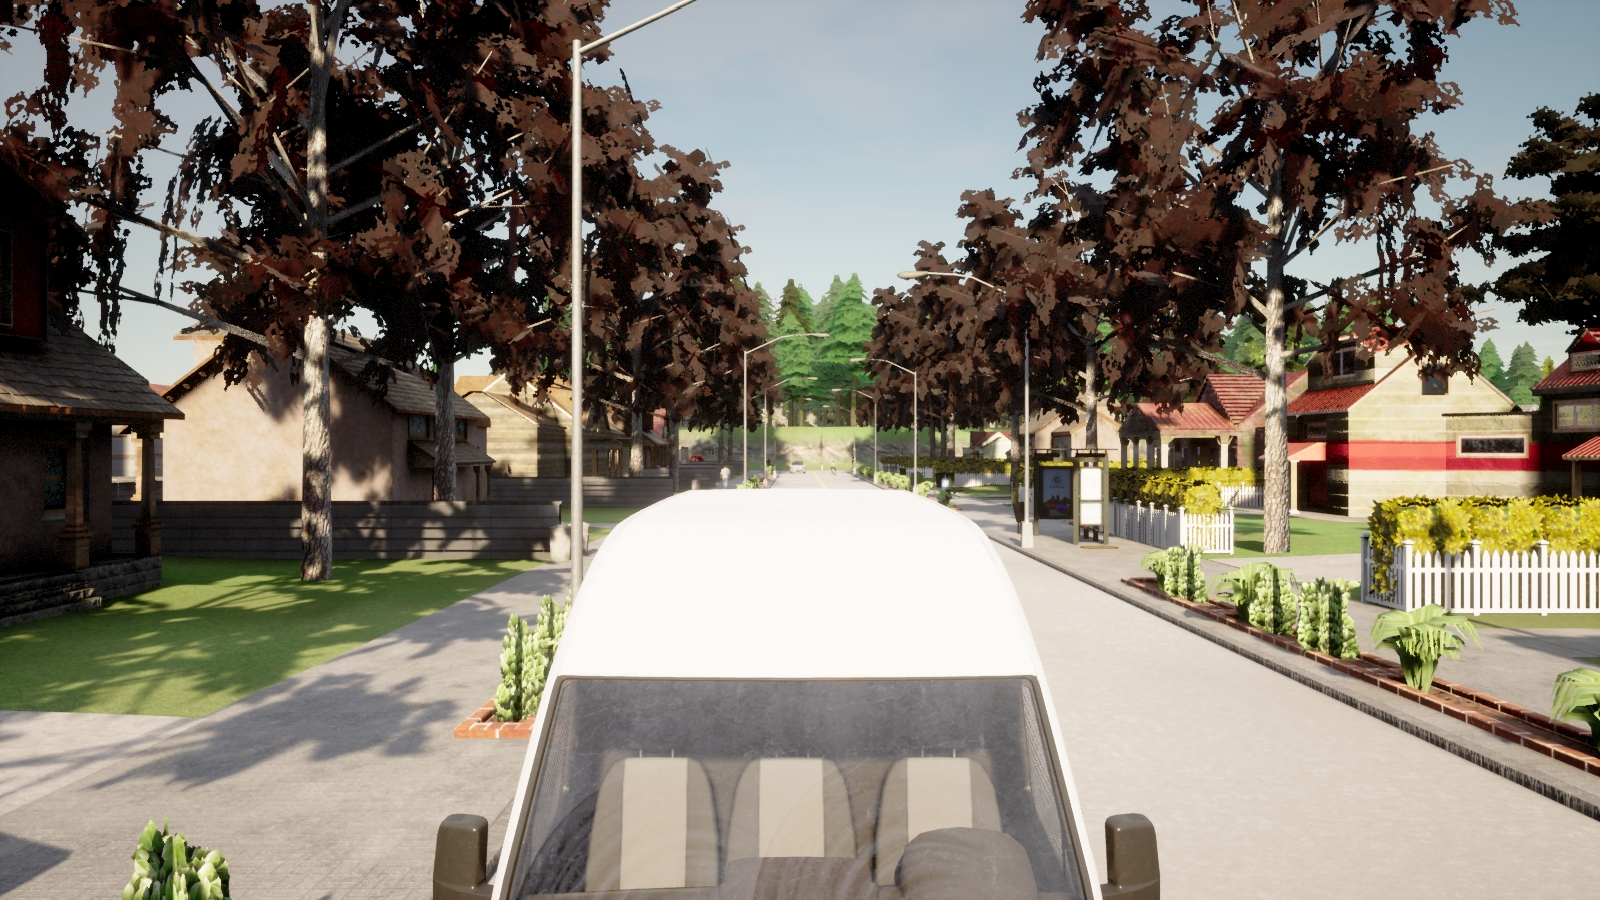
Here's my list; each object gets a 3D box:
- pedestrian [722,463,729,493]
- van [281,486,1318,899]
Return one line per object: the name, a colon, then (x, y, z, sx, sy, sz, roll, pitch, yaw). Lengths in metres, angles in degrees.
pedestrian: (-4.674, 1.743, 71.618, 0.375, 1.860, 0.375, 0, 0, 3)
van: (-0.006, 1.534, 5.149, 1.988, 2.561, 5.915, 0, 0, 0)
